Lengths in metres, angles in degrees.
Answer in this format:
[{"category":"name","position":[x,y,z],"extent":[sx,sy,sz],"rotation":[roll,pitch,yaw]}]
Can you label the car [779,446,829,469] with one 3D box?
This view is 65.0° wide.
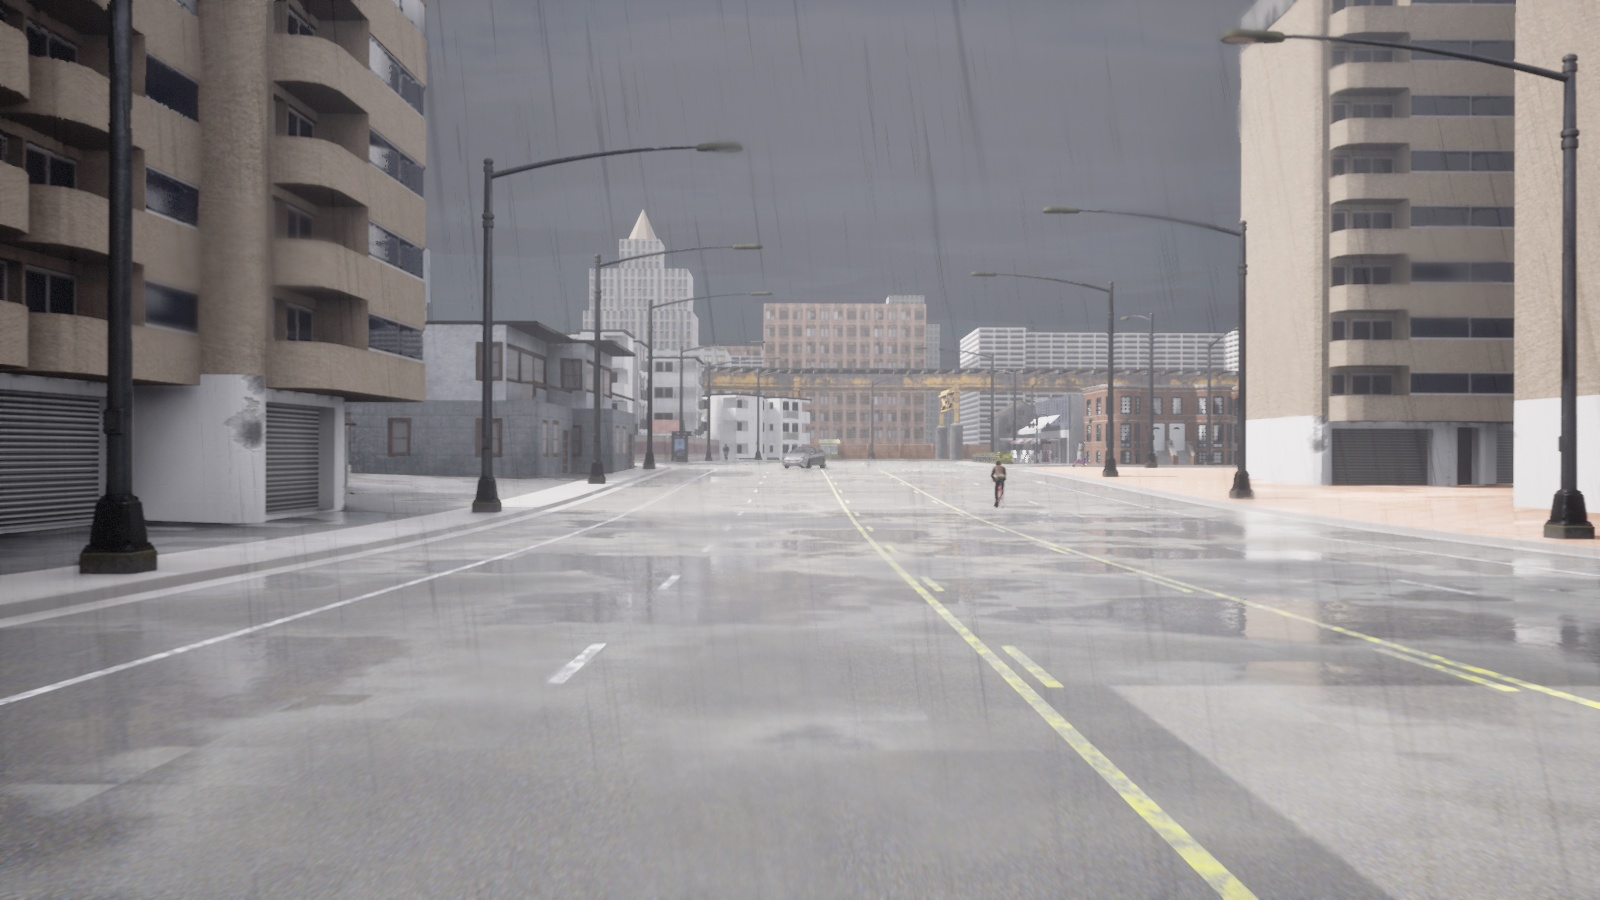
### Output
[{"category":"car","position":[0.327,0.506,87.614],"extent":[2.007,1.525,4.514],"rotation":[0,0,22]}]
